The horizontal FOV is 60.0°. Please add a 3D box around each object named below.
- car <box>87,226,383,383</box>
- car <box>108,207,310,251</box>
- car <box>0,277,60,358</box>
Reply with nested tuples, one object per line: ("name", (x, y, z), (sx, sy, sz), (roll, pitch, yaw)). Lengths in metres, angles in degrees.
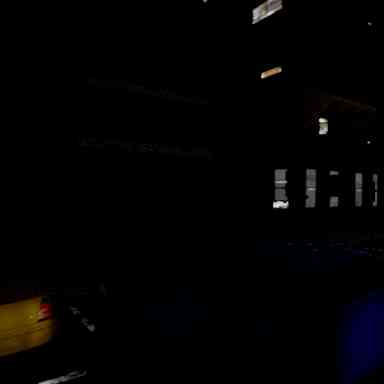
("car", (1.242, 1.459, 4.264), (5.008, 1.535, 1.882), (-1, 0, -36))
("car", (0.592, 1.291, 6.961), (5.009, 1.841, 2.192), (0, 1, -35))
("car", (-4.083, 1.533, 3.632), (4.829, 1.417, 1.752), (0, 1, -35))
